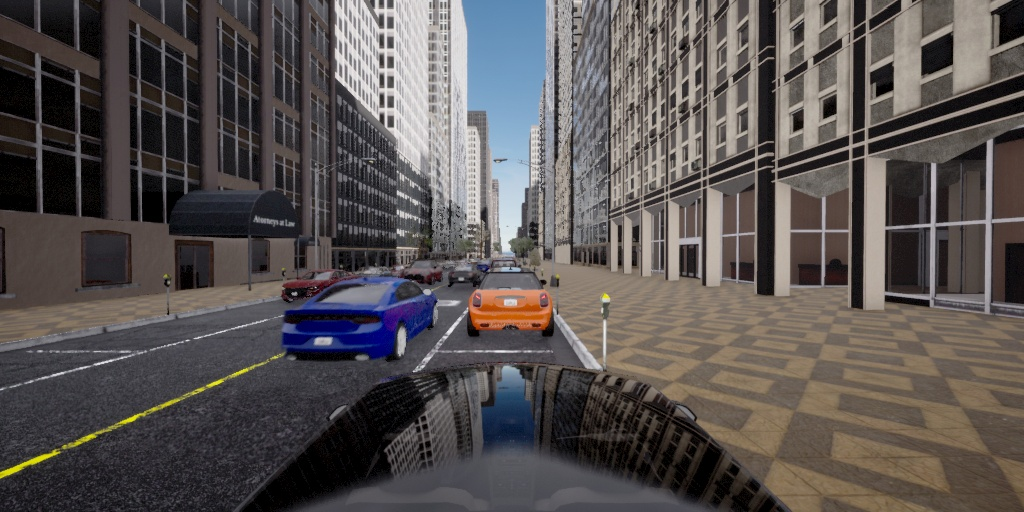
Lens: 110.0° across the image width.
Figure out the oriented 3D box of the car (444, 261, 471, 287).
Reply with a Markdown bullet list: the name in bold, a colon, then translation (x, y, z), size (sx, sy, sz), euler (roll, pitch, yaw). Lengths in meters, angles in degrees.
- **car**: translation (-3.156, 1.271, 24.549), size (1.812, 1.442, 4.674), euler (0, 0, 0)

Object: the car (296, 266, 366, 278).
- **car**: translation (-8.837, 1.292, 16.839), size (1.888, 1.381, 4.507), euler (0, 0, 0)

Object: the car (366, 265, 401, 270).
- **car**: translation (-8.838, 1.297, 22.523), size (2.007, 1.370, 4.403), euler (0, 0, 0)

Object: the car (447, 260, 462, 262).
- **car**: translation (-8.837, 1.291, 50.940), size (2.007, 1.370, 4.403), euler (0, 0, 0)

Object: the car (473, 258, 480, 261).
- **car**: translation (-3.046, 1.220, 41.213), size (1.882, 1.535, 5.008), euler (0, 0, 0)

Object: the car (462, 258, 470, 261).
- **car**: translation (-8.837, 1.319, 62.308), size (1.802, 1.307, 4.207), euler (0, 0, 0)

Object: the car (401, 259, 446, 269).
- **car**: translation (-6.246, 1.098, 25.068), size (2.097, 1.767, 4.553), euler (0, 0, 0)

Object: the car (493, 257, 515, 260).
- **car**: translation (-0.457, 1.061, 22.523), size (2.192, 1.841, 5.009), euler (0, 0, 0)

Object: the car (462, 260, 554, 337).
- **car**: translation (-0.033, 1.101, 10.471), size (2.097, 1.767, 4.553), euler (0, 0, 0)

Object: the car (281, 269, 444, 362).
- **car**: translation (-3.047, 1.226, 8.268), size (1.882, 1.535, 5.008), euler (0, 0, 0)
